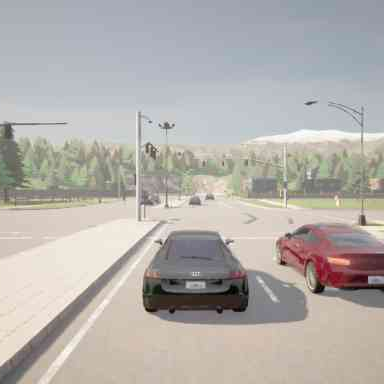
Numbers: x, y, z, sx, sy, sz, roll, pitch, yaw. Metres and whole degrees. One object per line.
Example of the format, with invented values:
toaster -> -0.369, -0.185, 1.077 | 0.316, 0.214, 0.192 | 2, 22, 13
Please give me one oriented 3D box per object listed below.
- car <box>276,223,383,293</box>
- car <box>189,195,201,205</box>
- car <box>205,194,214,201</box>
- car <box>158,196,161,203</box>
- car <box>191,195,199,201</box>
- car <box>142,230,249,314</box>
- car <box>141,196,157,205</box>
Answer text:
car -> 3.554, 1.526, 8.708 | 1.812, 1.442, 4.674 | 0, 0, 0
car -> 0.491, 1.563, 56.708 | 1.994, 1.385, 4.181 | 0, 0, 1
car -> 4.334, 1.188, 82.059 | 2.097, 1.767, 4.553 | 0, 0, 1
car -> -7.394, 1.505, 66.772 | 1.837, 1.490, 4.892 | 0, 0, 1
car -> 0.835, 1.428, 82.164 | 1.895, 1.301, 4.718 | 0, 0, 1
car -> 0.056, 1.564, 7.704 | 1.994, 1.385, 4.181 | 0, 0, 0
car -> -7.577, 1.601, 56.336 | 1.895, 1.301, 4.718 | 0, 0, 1
